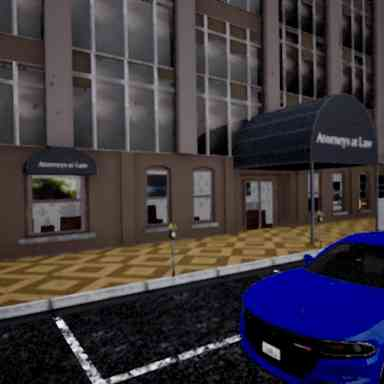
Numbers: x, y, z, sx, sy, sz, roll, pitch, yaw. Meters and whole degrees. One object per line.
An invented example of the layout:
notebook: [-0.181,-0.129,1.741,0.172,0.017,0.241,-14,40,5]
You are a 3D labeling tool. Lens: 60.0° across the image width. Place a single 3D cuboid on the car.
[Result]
car: [2.939,1.373,4.917,5.008,1.535,1.882,-1,1,-33]
